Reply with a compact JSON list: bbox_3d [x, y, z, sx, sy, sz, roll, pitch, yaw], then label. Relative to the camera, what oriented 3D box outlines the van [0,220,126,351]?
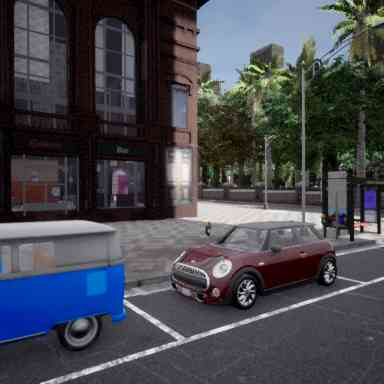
[{"bbox_3d":[-2.918,1.341,4.573,3.998,1.788,1.690,0,0,-35],"label":"van"}]

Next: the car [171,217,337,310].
[{"bbox_3d":[1.500,1.439,7.723,4.097,1.590,1.967,0,0,-35],"label":"car"}]
